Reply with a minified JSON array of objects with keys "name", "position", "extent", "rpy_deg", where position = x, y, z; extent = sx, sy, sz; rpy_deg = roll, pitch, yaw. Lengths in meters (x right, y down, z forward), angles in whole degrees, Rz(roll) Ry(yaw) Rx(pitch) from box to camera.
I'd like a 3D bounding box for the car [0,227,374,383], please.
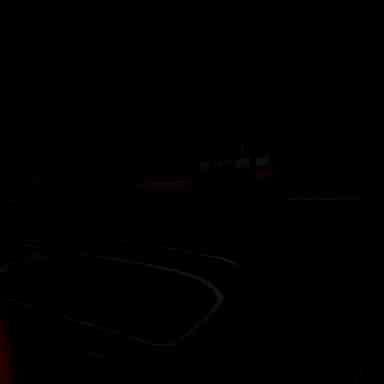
[{"name":"car","position":[-0.864,1.303,3.470],"extent":[5.009,1.841,2.192],"rpy_deg":[0,-2,36]}]
